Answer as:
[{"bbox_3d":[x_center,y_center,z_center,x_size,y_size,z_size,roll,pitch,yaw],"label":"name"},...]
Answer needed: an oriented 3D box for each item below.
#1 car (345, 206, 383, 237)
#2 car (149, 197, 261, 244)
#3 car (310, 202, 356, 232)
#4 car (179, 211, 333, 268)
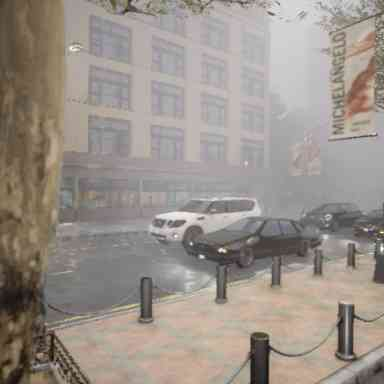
[{"bbox_3d":[10.415,1.625,17.649,4.892,1.490,1.837,1,0,-37],"label":"car"},{"bbox_3d":[0.828,1.239,14.776,5.566,2.045,2.150,1,0,-37],"label":"car"},{"bbox_3d":[8.842,1.458,20.846,4.553,1.767,2.097,1,0,-37],"label":"car"},{"bbox_3d":[2.414,1.579,11.590,5.357,1.411,2.033,1,0,-37],"label":"car"}]
